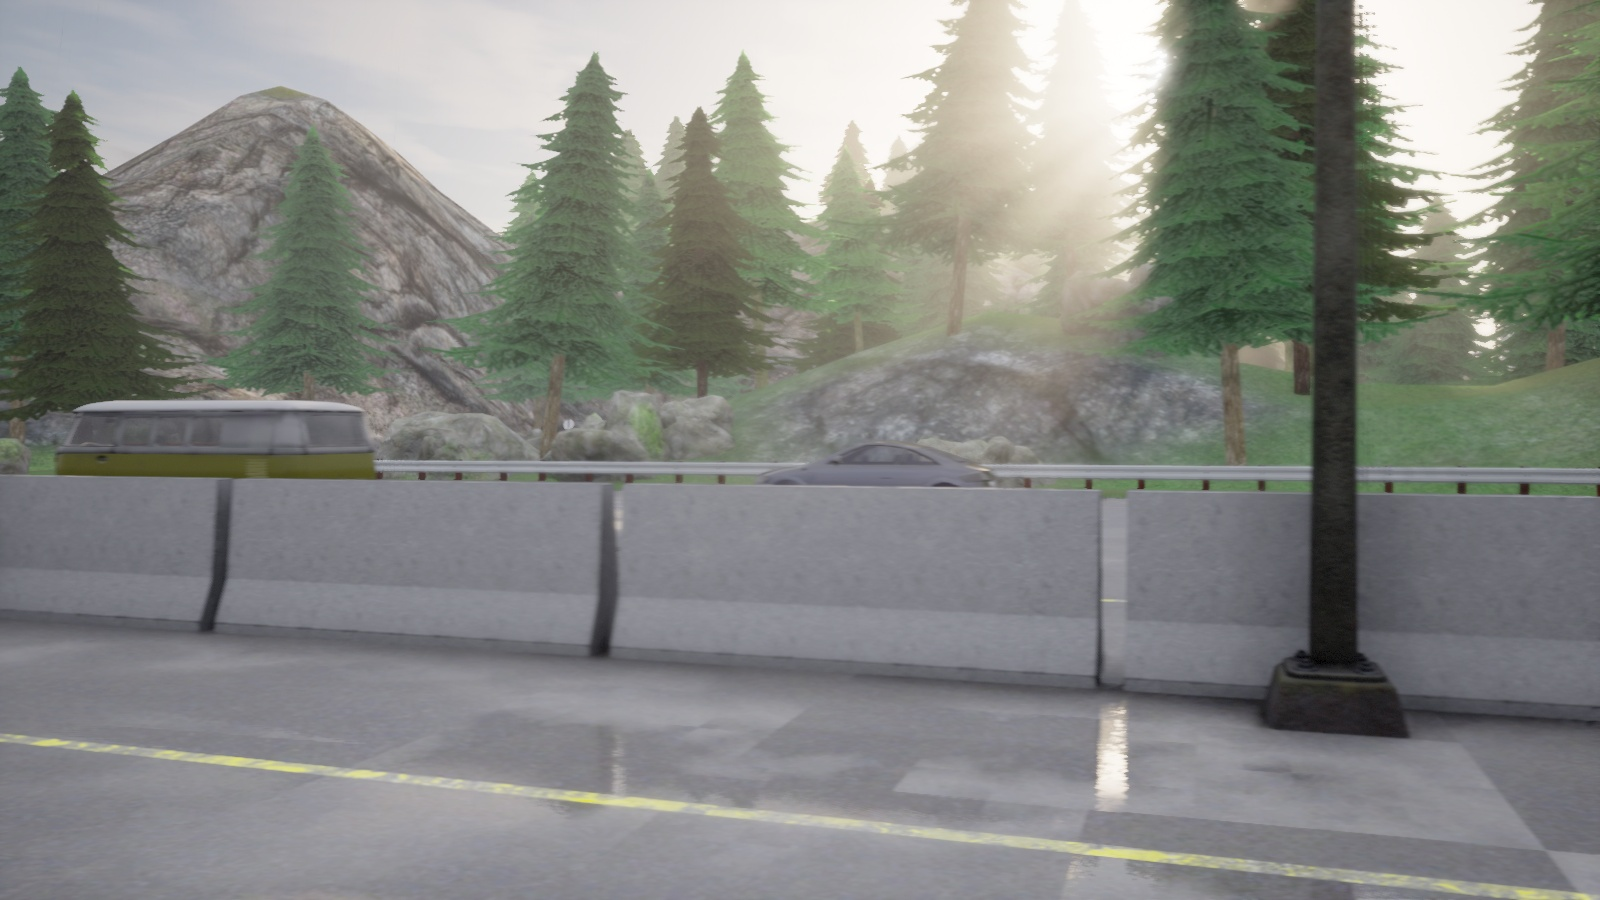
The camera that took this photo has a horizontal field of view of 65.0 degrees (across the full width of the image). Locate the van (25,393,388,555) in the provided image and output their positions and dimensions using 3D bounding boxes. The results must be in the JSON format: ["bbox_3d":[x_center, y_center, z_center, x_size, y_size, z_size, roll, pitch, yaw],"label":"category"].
[{"bbox_3d":[-7.997,0.254,16.965,4.442,1.987,1.775,1,1,18],"label":"van"}]

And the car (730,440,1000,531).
[{"bbox_3d":[1.127,0.543,21.278,4.181,1.385,1.994,1,1,19],"label":"car"}]
